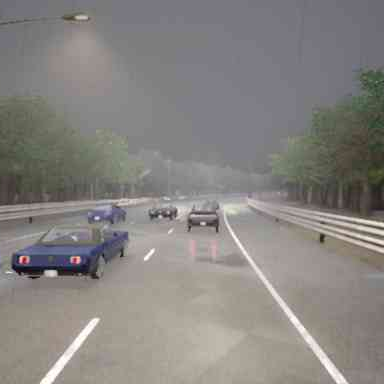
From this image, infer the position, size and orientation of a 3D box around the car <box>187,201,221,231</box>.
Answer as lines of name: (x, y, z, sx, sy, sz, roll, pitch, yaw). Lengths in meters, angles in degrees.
car: (0.731, 1.523, 20.668, 2.128, 1.511, 4.902, 0, 0, 3)

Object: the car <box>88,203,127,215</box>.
car: (-6.077, 1.556, 24.134, 1.812, 1.442, 4.674, 0, 0, 3)

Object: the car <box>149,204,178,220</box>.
car: (-2.306, 1.645, 28.178, 1.895, 1.301, 4.718, 0, 0, 4)

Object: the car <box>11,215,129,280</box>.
car: (-3.222, 1.612, 9.968, 1.895, 1.301, 4.718, 0, 0, 2)
